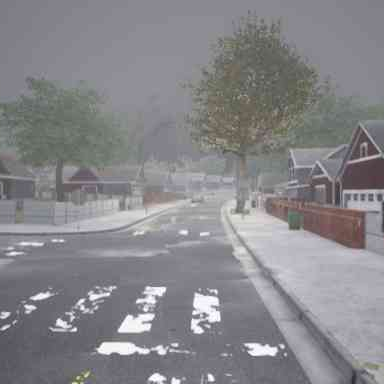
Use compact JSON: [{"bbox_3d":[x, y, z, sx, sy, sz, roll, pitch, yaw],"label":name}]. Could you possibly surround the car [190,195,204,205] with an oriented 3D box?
[{"bbox_3d":[0.926,1.195,53.739,1.812,1.442,4.674,0,1,8],"label":"car"}]
